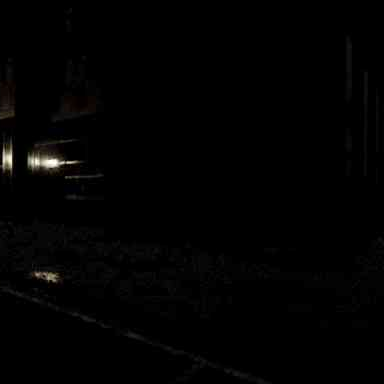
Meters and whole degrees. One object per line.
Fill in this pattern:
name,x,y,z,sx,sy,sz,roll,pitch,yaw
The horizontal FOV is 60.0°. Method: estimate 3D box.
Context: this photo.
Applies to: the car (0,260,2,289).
car,-5.703,1.499,7.032,4.313,1.339,1.947,1,0,35
